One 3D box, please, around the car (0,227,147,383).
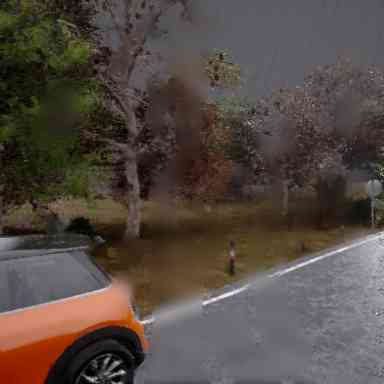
[{"bbox_3d":[-2.782,1.320,3.083,4.553,1.767,2.097,-1,2,-37],"label":"car"}]
